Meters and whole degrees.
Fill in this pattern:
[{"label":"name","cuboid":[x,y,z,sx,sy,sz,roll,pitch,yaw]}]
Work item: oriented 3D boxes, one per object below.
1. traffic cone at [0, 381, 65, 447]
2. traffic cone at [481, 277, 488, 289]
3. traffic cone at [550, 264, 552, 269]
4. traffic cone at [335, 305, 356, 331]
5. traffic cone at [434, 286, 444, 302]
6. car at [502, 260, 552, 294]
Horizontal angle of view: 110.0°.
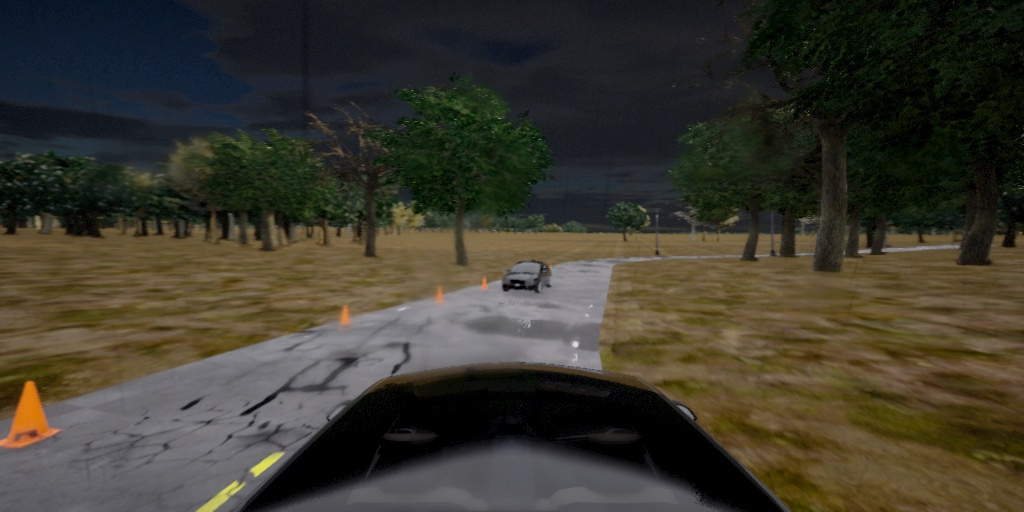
[{"label":"traffic cone","cuboid":[-4.984,1.587,3.703,0.340,0.580,0.340,0,0,4]},{"label":"traffic cone","cuboid":[-1.443,1.407,18.818,0.340,0.580,0.340,0,0,16]},{"label":"traffic cone","cuboid":[4.104,1.071,38.032,0.340,0.580,0.340,0,0,16]},{"label":"traffic cone","cuboid":[-4.194,1.542,9.034,0.340,0.580,0.340,0,0,13]},{"label":"traffic cone","cuboid":[-2.829,1.481,14.015,0.340,0.580,0.340,0,0,16]},{"label":"car","cuboid":[0.908,1.010,18.772,1.837,1.490,4.892,2,2,16]}]
